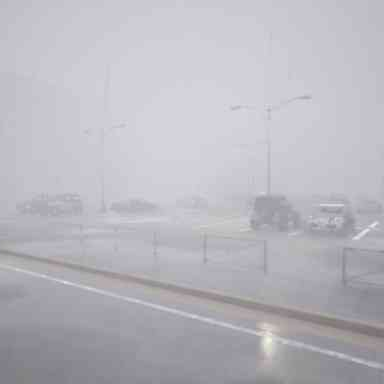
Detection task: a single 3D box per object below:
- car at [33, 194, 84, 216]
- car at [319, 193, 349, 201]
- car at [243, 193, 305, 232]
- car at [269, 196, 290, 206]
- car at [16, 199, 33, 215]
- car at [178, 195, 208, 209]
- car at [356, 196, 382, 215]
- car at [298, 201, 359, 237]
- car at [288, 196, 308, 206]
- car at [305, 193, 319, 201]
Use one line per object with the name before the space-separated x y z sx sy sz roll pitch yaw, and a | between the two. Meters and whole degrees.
car | -11.576 1.126 29.675 1.905 1.878 3.866 0 0 34
car | 14.495 1.143 33.256 1.932 1.855 4.605 0 0 34
car | 4.708 1.148 18.725 1.905 1.878 3.866 0 0 34
car | 13.672 1.372 51.926 1.970 1.475 3.806 0 0 34
car | -13.944 1.120 31.340 1.932 1.855 4.605 0 0 34
car | 0.441 1.367 42.638 1.970 1.475 3.806 0 0 34
car | 16.860 1.357 31.582 1.784 1.438 3.905 0 0 34
car | 7.101 1.390 17.096 1.970 1.475 3.806 0 0 34
car | 16.071 1.343 50.305 1.784 1.438 3.905 0 0 34
car | 18.323 1.135 48.845 1.932 1.855 4.605 0 0 34
